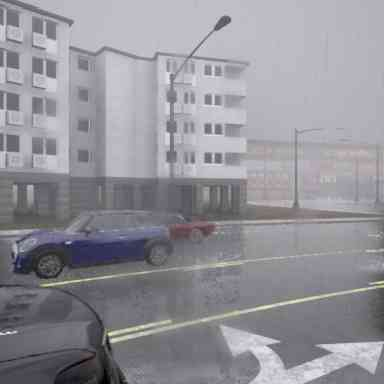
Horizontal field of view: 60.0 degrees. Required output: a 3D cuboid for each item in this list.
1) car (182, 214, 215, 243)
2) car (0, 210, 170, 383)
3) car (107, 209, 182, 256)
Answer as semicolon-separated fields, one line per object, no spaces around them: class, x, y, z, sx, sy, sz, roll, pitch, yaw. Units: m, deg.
car;-1.437;1.601;14.831;4.718;1.301;1.895;0;0;-25
car;-3.041;1.221;1.486;5.566;2.045;2.150;0;0;-37
car;-2.898;1.352;10.056;4.553;1.767;2.097;0;0;-29
